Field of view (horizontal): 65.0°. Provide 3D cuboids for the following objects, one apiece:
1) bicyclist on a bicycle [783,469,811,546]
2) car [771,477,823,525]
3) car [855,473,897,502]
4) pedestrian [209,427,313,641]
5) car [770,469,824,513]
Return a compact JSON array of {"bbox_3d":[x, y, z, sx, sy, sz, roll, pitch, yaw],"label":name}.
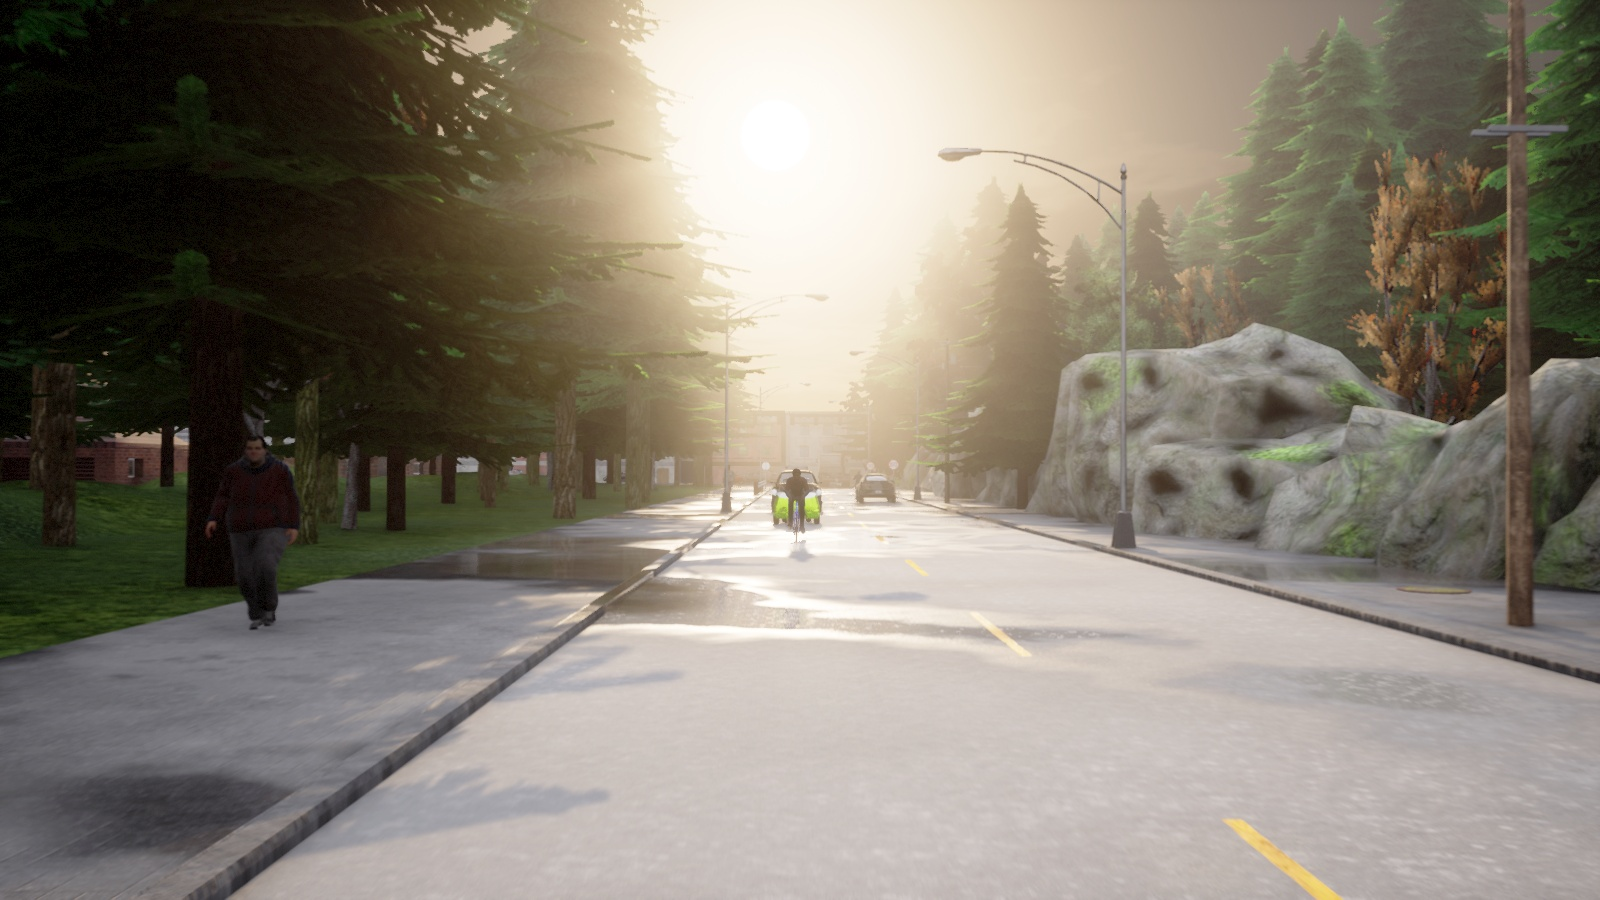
[{"bbox_3d":[-0.065,1.228,27.515,0.582,1.620,1.656,0,-1,0],"label":"bicyclist on a bicycle"},{"bbox_3d":[-0.088,1.493,37.287,1.481,1.376,2.207,0,-1,0],"label":"car"},{"bbox_3d":[3.849,1.898,64.096,1.812,1.442,4.674,0,-1,0],"label":"car"},{"bbox_3d":[-4.847,0.734,11.339,0.634,1.844,0.899,0,-1,-7],"label":"pedestrian"},{"bbox_3d":[-0.117,1.574,49.564,2.033,1.649,4.856,0,-1,0],"label":"car"}]
